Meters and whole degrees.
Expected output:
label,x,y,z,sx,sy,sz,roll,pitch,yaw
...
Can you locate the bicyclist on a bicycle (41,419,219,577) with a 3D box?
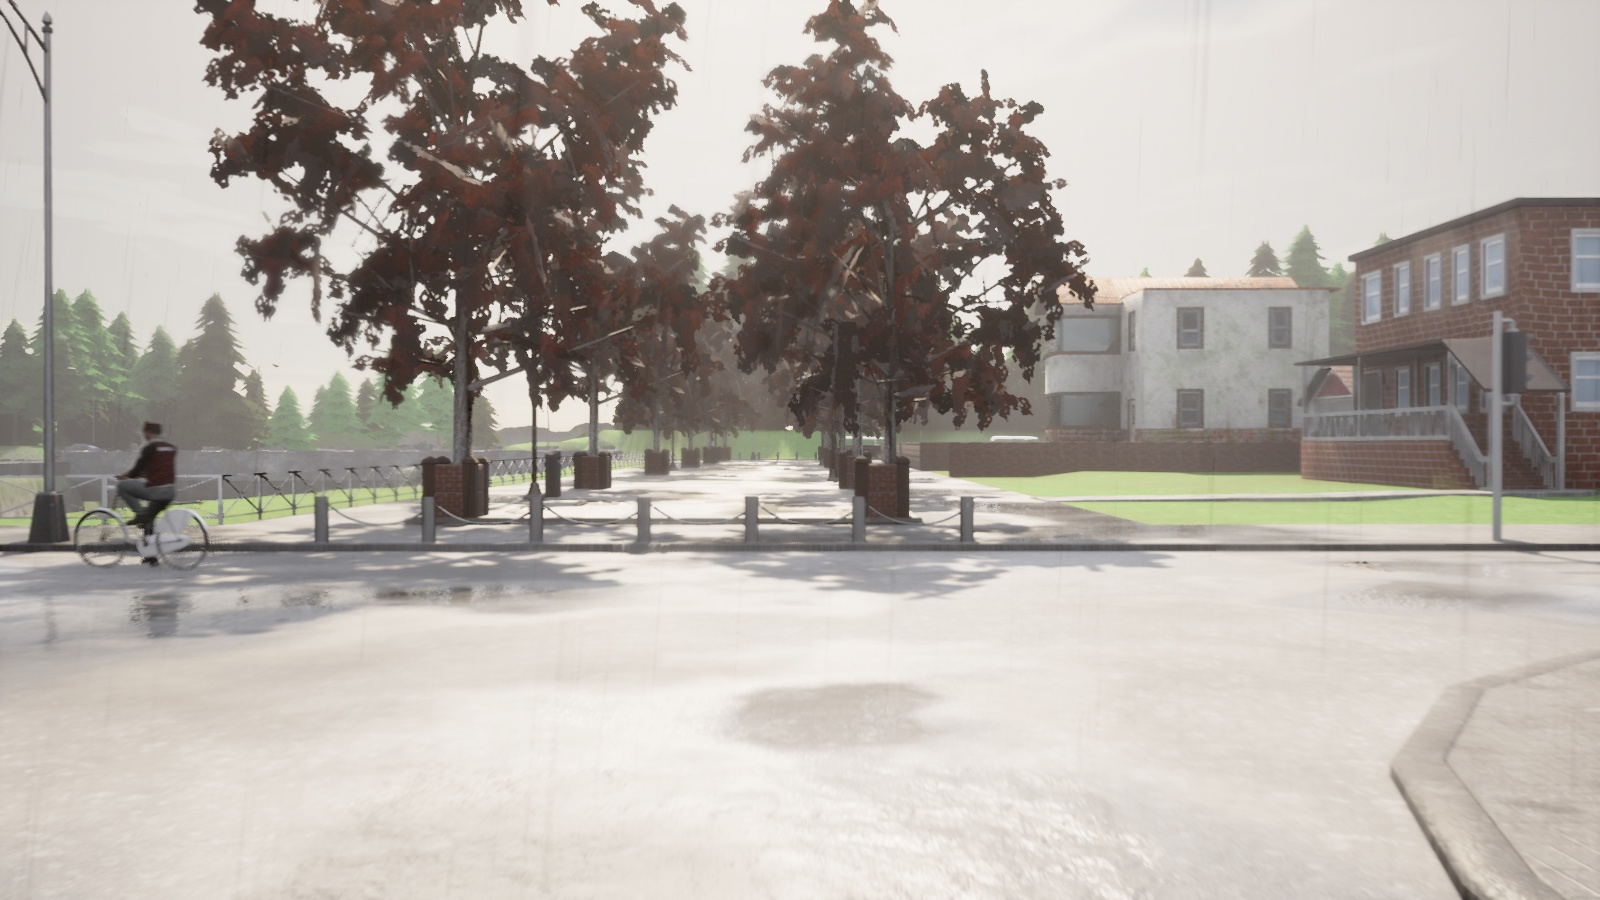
label,x,y,z,sx,sy,sz,roll,pitch,yaw
bicyclist on a bicycle,-7.796,0.528,14.629,1.843,1.776,0.659,0,2,14
